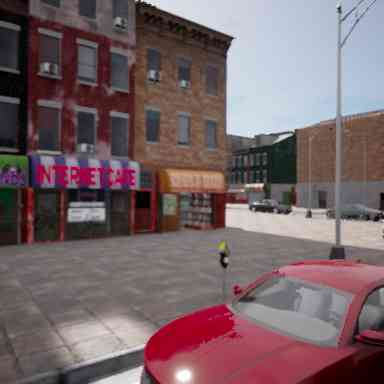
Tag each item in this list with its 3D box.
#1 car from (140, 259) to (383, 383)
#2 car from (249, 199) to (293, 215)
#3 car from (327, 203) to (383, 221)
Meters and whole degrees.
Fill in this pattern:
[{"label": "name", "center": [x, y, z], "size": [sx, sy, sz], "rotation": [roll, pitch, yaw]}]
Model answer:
[{"label": "car", "center": [1.573, 1.563, 3.924], "size": [4.507, 1.381, 1.887], "rotation": [0, 0, -35]}, {"label": "car", "center": [7.941, 1.491, 33.827], "size": [1.837, 1.490, 4.892], "rotation": [1, 0, -36]}, {"label": "car", "center": [13.055, 1.613, 26.725], "size": [1.994, 1.385, 4.181], "rotation": [1, 0, -36]}]
